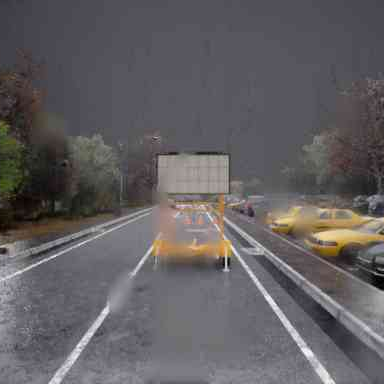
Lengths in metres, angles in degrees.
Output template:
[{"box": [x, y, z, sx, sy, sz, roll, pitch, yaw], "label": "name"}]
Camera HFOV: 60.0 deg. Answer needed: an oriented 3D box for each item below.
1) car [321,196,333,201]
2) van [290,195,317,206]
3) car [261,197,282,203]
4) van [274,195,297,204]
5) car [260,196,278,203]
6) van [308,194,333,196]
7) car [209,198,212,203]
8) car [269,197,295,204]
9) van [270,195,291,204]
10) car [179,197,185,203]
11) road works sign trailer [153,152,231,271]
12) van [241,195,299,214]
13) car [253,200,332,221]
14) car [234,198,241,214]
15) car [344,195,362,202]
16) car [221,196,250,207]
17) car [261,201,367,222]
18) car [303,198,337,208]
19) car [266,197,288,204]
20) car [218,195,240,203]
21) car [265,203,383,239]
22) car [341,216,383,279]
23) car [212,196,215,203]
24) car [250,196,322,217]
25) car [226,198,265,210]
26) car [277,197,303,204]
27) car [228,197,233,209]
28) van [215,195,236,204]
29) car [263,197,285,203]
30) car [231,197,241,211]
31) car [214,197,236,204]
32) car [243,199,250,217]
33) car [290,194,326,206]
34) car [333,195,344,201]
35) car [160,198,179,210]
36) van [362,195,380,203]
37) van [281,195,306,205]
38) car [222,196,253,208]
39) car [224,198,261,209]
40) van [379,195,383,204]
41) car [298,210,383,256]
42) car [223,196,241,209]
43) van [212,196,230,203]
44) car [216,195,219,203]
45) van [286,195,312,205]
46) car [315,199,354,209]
[{"box": [20.225, 1.628, 44.527, 5.008, 1.535, 2.097, 0, 0, 0], "label": "car"}, {"box": [20.472, 1.492, 61.273, 4.442, 1.987, 1.878, 0, 0, 0], "label": "van"}, {"box": [20.536, 2.147, 86.179, 5.008, 1.535, 2.097, 0, -1, 0], "label": "car"}, {"box": [20.320, 1.622, 72.213, 4.442, 1.987, 1.878, 0, -1, 0], "label": "van"}, {"box": [20.530, 2.079, 88.827, 4.553, 1.767, 2.185, 0, -1, 0], "label": "car"}, {"box": [20.390, 1.433, 50.192, 4.442, 1.987, 1.878, 0, 0, 0], "label": "van"}, {"box": [7.447, 2.097, 83.568, 5.008, 1.535, 2.097, 0, -1, 0], "label": "car"}, {"box": [20.273, 1.904, 74.976, 5.366, 1.575, 1.946, 0, -1, 0], "label": "car"}, {"box": [20.595, 1.741, 77.749, 4.442, 1.987, 1.878, 0, -1, 0], "label": "van"}, {"box": [-2.836, 2.263, 90.190, 1.837, 1.490, 4.892, 0, -2, 0], "label": "car"}, {"box": [0.055, 0.483, 10.959, 2.380, 3.560, 2.880, 0, 0, 3], "label": "road works sign trailer"}, {"box": [7.165, 1.336, 30.846, 4.442, 1.987, 1.878, 0, 0, 0], "label": "van"}, {"box": [6.981, 1.527, 22.517, 4.892, 1.521, 2.231, 0, 0, 0], "label": "car"}, {"box": [7.040, 1.607, 33.622, 4.792, 1.488, 2.163, 0, 0, 0], "label": "car"}, {"box": [20.141, 1.333, 36.217, 5.566, 2.045, 2.435, 0, 0, 0], "label": "car"}, {"box": [7.204, 1.570, 55.831, 4.553, 1.767, 2.185, 0, 0, 0], "label": "car"}, {"box": [7.152, 1.521, 19.748, 5.366, 1.575, 1.946, 0, 0, 0], "label": "car"}, {"box": [20.291, 1.713, 52.836, 4.674, 1.452, 2.002, 0, 0, 0], "label": "car"}, {"box": [20.493, 2.027, 80.514, 4.892, 1.521, 2.231, 0, -1, 0], "label": "car"}, {"box": [7.008, 1.663, 50.280, 5.366, 1.575, 1.946, 0, 0, 0], "label": "car"}, {"box": [6.761, 1.524, 17.098, 5.366, 1.575, 1.946, 0, 0, 0], "label": "car"}, {"box": [6.890, 1.554, 8.648, 4.892, 1.521, 2.231, 0, 0, 0], "label": "car"}, {"box": [7.346, 1.504, 66.936, 5.566, 2.045, 2.435, 0, 0, 0], "label": "car"}, {"box": [7.039, 1.409, 25.297, 4.553, 1.767, 2.185, 0, 0, 0], "label": "car"}, {"box": [7.159, 1.637, 44.726, 4.892, 1.521, 2.231, 0, 0, 0], "label": "car"}, {"box": [20.422, 1.789, 69.438, 5.008, 1.535, 2.097, 0, -1, 0], "label": "car"}, {"box": [7.082, 1.636, 39.174, 4.792, 1.488, 2.163, 0, 0, 0], "label": "car"}, {"box": [7.242, 1.633, 72.472, 4.442, 1.987, 1.878, 0, -1, 0], "label": "van"}, {"box": [20.515, 2.085, 83.284, 5.008, 1.535, 2.097, 0, -1, 0], "label": "car"}, {"box": [7.061, 1.621, 36.398, 4.792, 1.488, 2.163, 0, 0, 0], "label": "car"}, {"box": [7.382, 1.958, 75.241, 4.674, 1.452, 2.002, 0, -1, 0], "label": "car"}, {"box": [7.058, 1.577, 28.069, 4.792, 1.488, 2.163, 0, 0, 0], "label": "car"}, {"box": [20.307, 1.452, 58.503, 5.566, 2.045, 2.435, 0, 0, 0], "label": "car"}, {"box": [20.162, 1.348, 38.987, 5.566, 2.045, 2.435, 0, 0, 0], "label": "car"}, {"box": [-3.220, 1.616, 44.903, 1.882, 1.535, 5.008, 0, 0, 0], "label": "car"}, {"box": [20.031, 1.344, 33.448, 4.442, 1.987, 1.878, 0, 0, 0], "label": "van"}, {"box": [20.280, 1.522, 66.822, 4.442, 1.987, 1.878, 0, -1, 0], "label": "van"}, {"box": [7.183, 1.555, 53.055, 4.553, 1.767, 2.185, 0, 0, 0], "label": "car"}, {"box": [7.167, 1.652, 47.502, 4.892, 1.521, 2.231, 0, 0, 0], "label": "car"}, {"box": [20.244, 1.329, 30.676, 4.442, 1.987, 1.878, 0, 0, 0], "label": "van"}, {"box": [6.719, 1.540, 11.425, 5.366, 1.575, 1.946, 0, 0, 0], "label": "car"}, {"box": [6.946, 1.619, 41.952, 5.366, 1.575, 1.946, 0, 0, 0], "label": "car"}, {"box": [7.579, 1.930, 86.348, 4.442, 1.987, 1.878, 0, -1, 0], "label": "van"}, {"box": [7.250, 1.711, 58.607, 5.008, 1.535, 2.097, 0, 0, 0], "label": "car"}, {"box": [20.492, 1.506, 63.918, 4.442, 1.987, 1.878, 0, 0, 0], "label": "van"}, {"box": [20.255, 1.684, 47.421, 4.674, 1.452, 2.002, 0, 0, 0], "label": "car"}]
